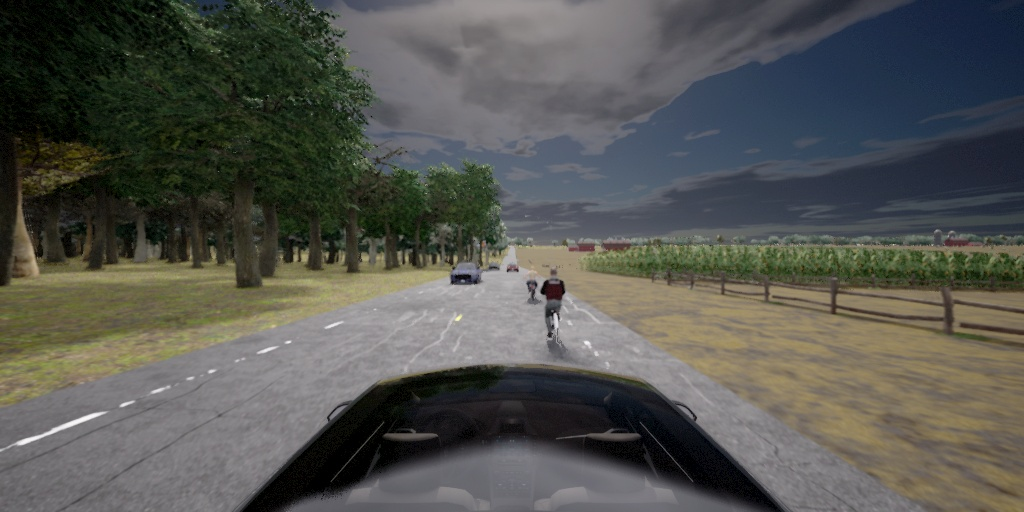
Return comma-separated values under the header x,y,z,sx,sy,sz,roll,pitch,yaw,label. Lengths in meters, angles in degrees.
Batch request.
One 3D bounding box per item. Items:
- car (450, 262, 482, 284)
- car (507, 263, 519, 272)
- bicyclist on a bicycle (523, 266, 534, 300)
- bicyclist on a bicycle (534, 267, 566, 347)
x,y,z,sx,sy,sz,roll,pitch,yaw,label
-3.588,1.267,28.538,2.097,1.767,4.553,0,0,0,car
0.108,1.896,57.725,1.895,1.301,4.718,0,-1,0,car
0.971,1.265,17.082,0.866,1.612,1.509,0,-1,0,bicyclist on a bicycle
0.964,1.147,8.540,0.659,1.776,1.843,0,0,0,bicyclist on a bicycle
